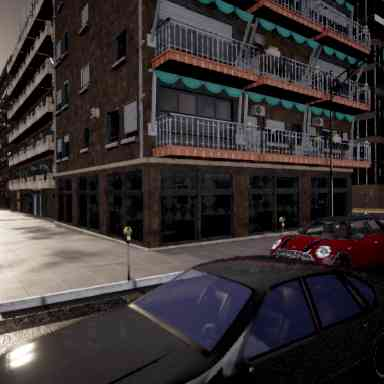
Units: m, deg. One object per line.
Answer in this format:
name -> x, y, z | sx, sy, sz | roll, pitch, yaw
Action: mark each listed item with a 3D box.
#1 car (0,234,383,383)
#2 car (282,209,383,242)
car -> 0.689, 1.547, 3.873 | 5.357, 1.411, 2.033 | 0, 0, -36
car -> 4.078, 1.439, 9.500 | 4.097, 1.590, 1.967 | 0, -1, -36
